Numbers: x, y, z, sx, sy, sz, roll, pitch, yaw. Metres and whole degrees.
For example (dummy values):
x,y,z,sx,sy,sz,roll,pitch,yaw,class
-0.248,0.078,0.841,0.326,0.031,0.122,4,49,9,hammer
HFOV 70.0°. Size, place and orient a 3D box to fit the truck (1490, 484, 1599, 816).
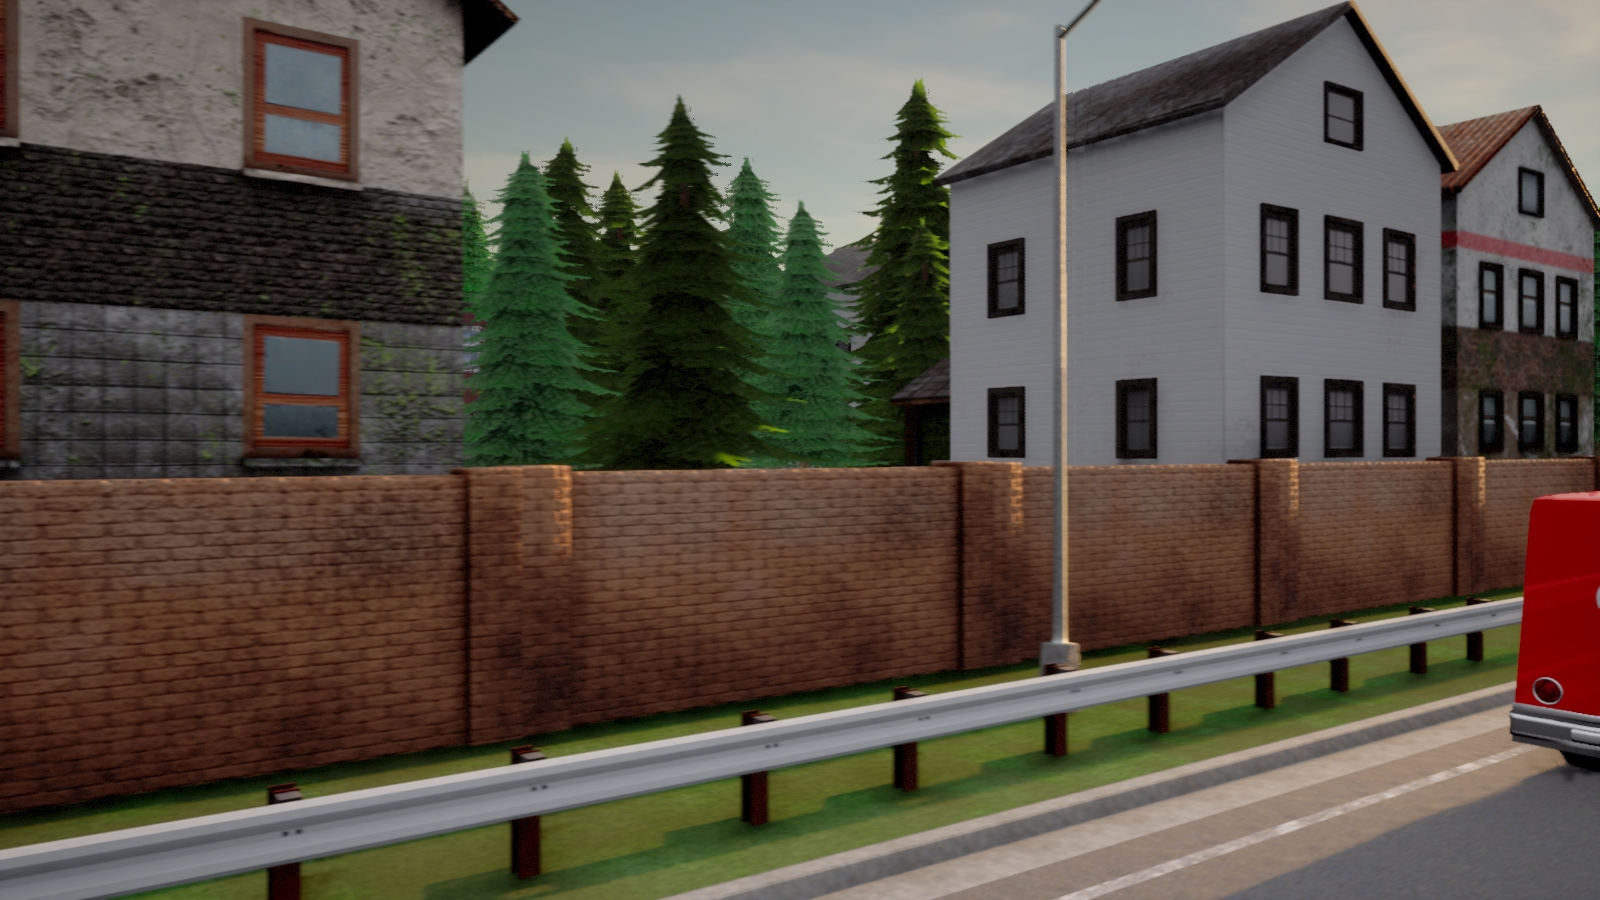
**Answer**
x,y,z,sx,sy,sz,roll,pitch,yaw,class
8.523,1.548,9.751,5.204,2.467,2.627,0,0,-35,truck
